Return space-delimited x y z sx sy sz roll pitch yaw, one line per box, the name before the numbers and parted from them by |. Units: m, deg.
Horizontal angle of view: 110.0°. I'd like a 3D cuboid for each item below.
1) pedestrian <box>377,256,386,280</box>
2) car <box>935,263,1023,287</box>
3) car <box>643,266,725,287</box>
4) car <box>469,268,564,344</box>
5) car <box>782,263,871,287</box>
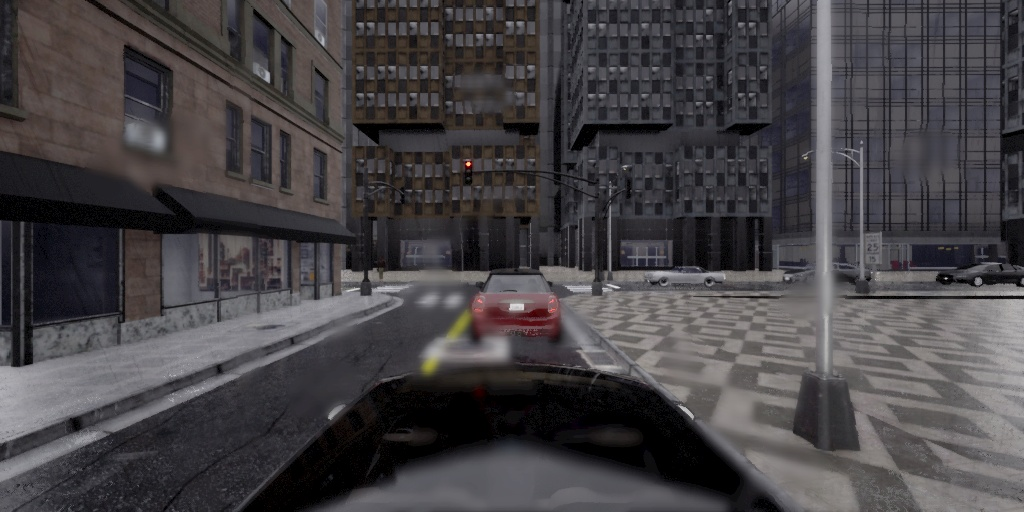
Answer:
pedestrian | -9.837 0.903 26.905 0.375 1.860 0.375 0 0 1
car | 30.765 1.211 23.415 4.892 1.490 1.837 0 0 1
car | 11.195 1.333 23.639 4.718 1.301 1.895 0 0 1
car | 0.069 1.102 9.723 2.097 1.767 4.553 0 0 -1
car | 20.538 1.210 23.535 4.902 1.511 2.128 0 0 1
